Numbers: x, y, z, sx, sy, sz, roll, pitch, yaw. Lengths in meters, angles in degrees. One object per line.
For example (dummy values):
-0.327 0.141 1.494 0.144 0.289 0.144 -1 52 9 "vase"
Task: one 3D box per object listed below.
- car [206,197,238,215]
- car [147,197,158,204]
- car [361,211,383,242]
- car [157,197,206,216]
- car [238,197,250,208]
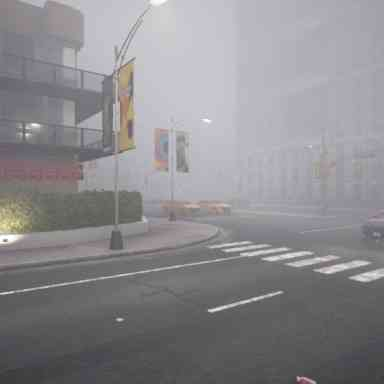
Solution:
2.025 1.474 34.259 1.882 1.535 5.008 0 0 -35 "car"
-6.207 1.596 59.240 4.718 1.301 1.895 0 0 42 "car"
9.656 1.475 15.206 5.008 1.535 1.882 0 0 -36 "car"
-1.103 1.475 32.621 1.882 1.535 5.008 0 0 -35 "car"
6.275 1.499 48.487 1.837 1.490 4.892 0 0 -35 "car"
